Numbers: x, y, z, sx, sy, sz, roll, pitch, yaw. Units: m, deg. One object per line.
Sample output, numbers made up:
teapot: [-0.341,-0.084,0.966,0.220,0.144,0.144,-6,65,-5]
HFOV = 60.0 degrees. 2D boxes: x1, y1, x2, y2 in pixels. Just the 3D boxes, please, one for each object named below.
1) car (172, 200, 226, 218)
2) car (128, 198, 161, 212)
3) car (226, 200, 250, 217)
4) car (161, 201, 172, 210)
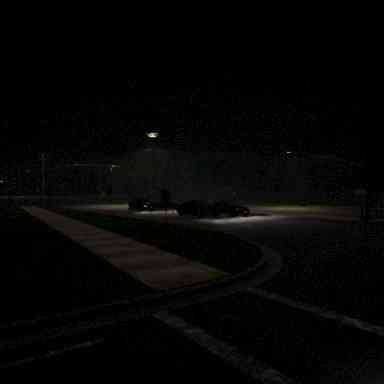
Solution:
car: [0.551,1.506,30.613,1.882,1.535,5.008,0,0,-35]
car: [-6.070,1.532,40.183,1.837,1.490,4.892,0,0,-34]
car: [3.571,1.560,32.425,1.812,1.442,4.674,0,0,-35]
car: [-3.524,1.635,42.661,1.895,1.301,4.718,0,0,-34]
